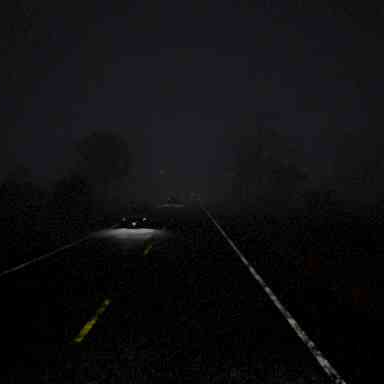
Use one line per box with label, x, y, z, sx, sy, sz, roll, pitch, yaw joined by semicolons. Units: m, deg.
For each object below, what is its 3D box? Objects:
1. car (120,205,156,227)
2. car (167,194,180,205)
car;-3.596;1.609;23.329;2.033;1.411;5.357;0;0;0
car;-3.501;1.372;63.894;2.150;2.045;5.566;0;0;0
